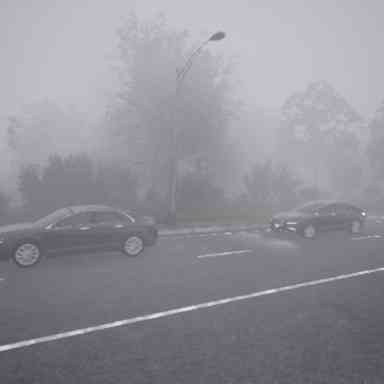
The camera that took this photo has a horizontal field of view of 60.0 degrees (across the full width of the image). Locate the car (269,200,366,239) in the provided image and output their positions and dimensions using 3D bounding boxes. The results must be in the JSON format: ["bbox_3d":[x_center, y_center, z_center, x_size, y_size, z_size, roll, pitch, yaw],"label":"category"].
[{"bbox_3d":[5.782,1.164,15.221,4.892,1.490,1.837,-1,2,-27],"label":"car"}]

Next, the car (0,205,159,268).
[{"bbox_3d":[-3.380,1.182,9.979,4.892,1.490,1.837,1,2,-32],"label":"car"}]
